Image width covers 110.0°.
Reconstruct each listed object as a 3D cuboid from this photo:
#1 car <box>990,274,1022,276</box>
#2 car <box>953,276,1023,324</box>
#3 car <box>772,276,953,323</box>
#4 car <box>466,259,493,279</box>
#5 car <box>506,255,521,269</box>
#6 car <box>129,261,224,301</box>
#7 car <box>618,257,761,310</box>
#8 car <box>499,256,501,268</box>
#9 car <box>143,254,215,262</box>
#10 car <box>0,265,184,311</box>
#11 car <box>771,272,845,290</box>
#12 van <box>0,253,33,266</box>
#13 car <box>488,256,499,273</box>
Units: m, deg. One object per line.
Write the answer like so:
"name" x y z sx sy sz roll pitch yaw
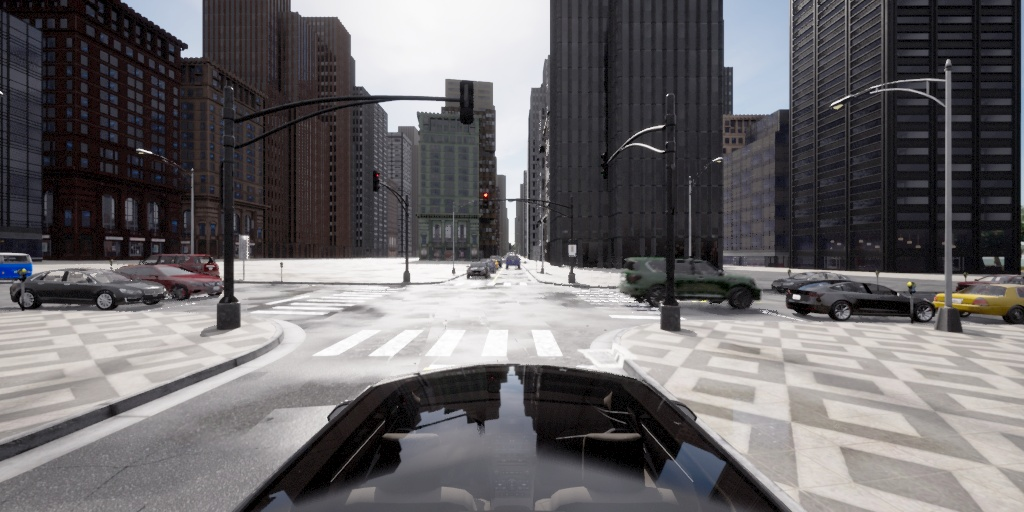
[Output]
"car" 29.095 1.765 21.174 4.507 1.381 1.888 0 0 0
"car" 17.956 1.570 12.668 4.829 1.417 1.751 0 0 0
"car" 12.143 1.523 12.678 4.313 1.339 1.948 0 0 0
"car" -3.052 1.253 33.224 1.837 1.490 4.892 0 0 0
"car" 0.183 0.960 57.070 2.150 2.045 5.566 0 -1 0
"car" -14.983 1.086 15.383 4.674 1.442 1.812 1 0 0
"car" 7.422 1.105 15.345 5.566 2.045 2.150 1 0 0
"car" -3.013 1.225 52.476 1.882 1.535 5.008 0 0 0
"car" -20.197 0.798 21.164 5.009 1.841 2.192 0 0 0
"car" -14.764 1.116 12.629 4.403 1.370 2.007 0 0 0
"car" 17.809 1.590 21.193 4.403 1.370 2.007 0 0 0
"van" -31.116 0.679 21.183 3.998 1.789 1.690 0 0 0
"car" -3.035 1.100 42.277 2.097 1.767 4.553 0 0 0
